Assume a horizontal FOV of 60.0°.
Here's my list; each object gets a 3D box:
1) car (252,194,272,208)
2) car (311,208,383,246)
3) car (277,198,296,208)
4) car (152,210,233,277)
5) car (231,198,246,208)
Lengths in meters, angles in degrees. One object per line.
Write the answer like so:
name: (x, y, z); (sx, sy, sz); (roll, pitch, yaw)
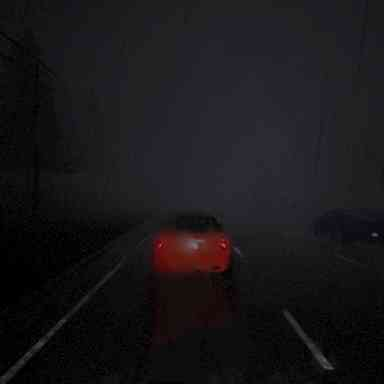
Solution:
car: (10.670, 1.313, 51.084); (2.150, 2.045, 5.566); (0, 0, 0)
car: (7.119, 1.513, 15.406); (1.882, 1.535, 5.008); (0, 0, 0)
car: (14.168, 1.588, 50.002); (2.128, 1.511, 4.902); (0, 0, 0)
car: (0.011, 1.368, 10.412); (2.097, 1.767, 4.553); (0, 0, 0)
car: (7.168, 1.614, 51.300); (1.812, 1.442, 4.674); (0, 0, 0)
